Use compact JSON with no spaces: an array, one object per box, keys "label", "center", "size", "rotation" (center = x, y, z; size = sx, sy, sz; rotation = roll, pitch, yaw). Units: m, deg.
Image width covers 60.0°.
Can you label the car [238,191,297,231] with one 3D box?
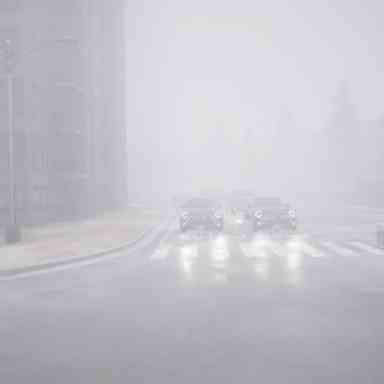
[{"label":"car","center":[3.972,1.004,17.668],"size":[2.097,1.767,4.553],"rotation":[-1,1,1]}]

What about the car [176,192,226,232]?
[{"label":"car","center":[0.475,1.063,17.875],"size":[2.097,1.767,4.553],"rotation":[-1,1,1]}]

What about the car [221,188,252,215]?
[{"label":"car","center":[3.988,0.731,27.231],"size":[2.150,2.045,5.566],"rotation":[-1,1,-2]}]

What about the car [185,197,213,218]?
[{"label":"car","center":[0.485,1.147,26.519],"size":[1.994,1.385,4.181],"rotation":[-1,1,-1]}]

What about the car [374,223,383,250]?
[{"label":"car","center":[6.988,1.320,9.507],"size":[1.895,1.301,4.718],"rotation":[-1,1,10]}]

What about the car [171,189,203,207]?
[{"label":"car","center":[-0.822,0.811,36.513],"size":[2.097,1.767,4.553],"rotation":[-1,1,-19]}]

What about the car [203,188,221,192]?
[{"label":"car","center":[2.477,0.601,37.827],"size":[2.150,2.045,5.566],"rotation":[-1,1,-18]}]

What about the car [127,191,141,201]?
[{"label":"car","center":[-11.232,0.673,58.345],"size":[4.553,1.767,2.097],"rotation":[-1,1,26]}]
